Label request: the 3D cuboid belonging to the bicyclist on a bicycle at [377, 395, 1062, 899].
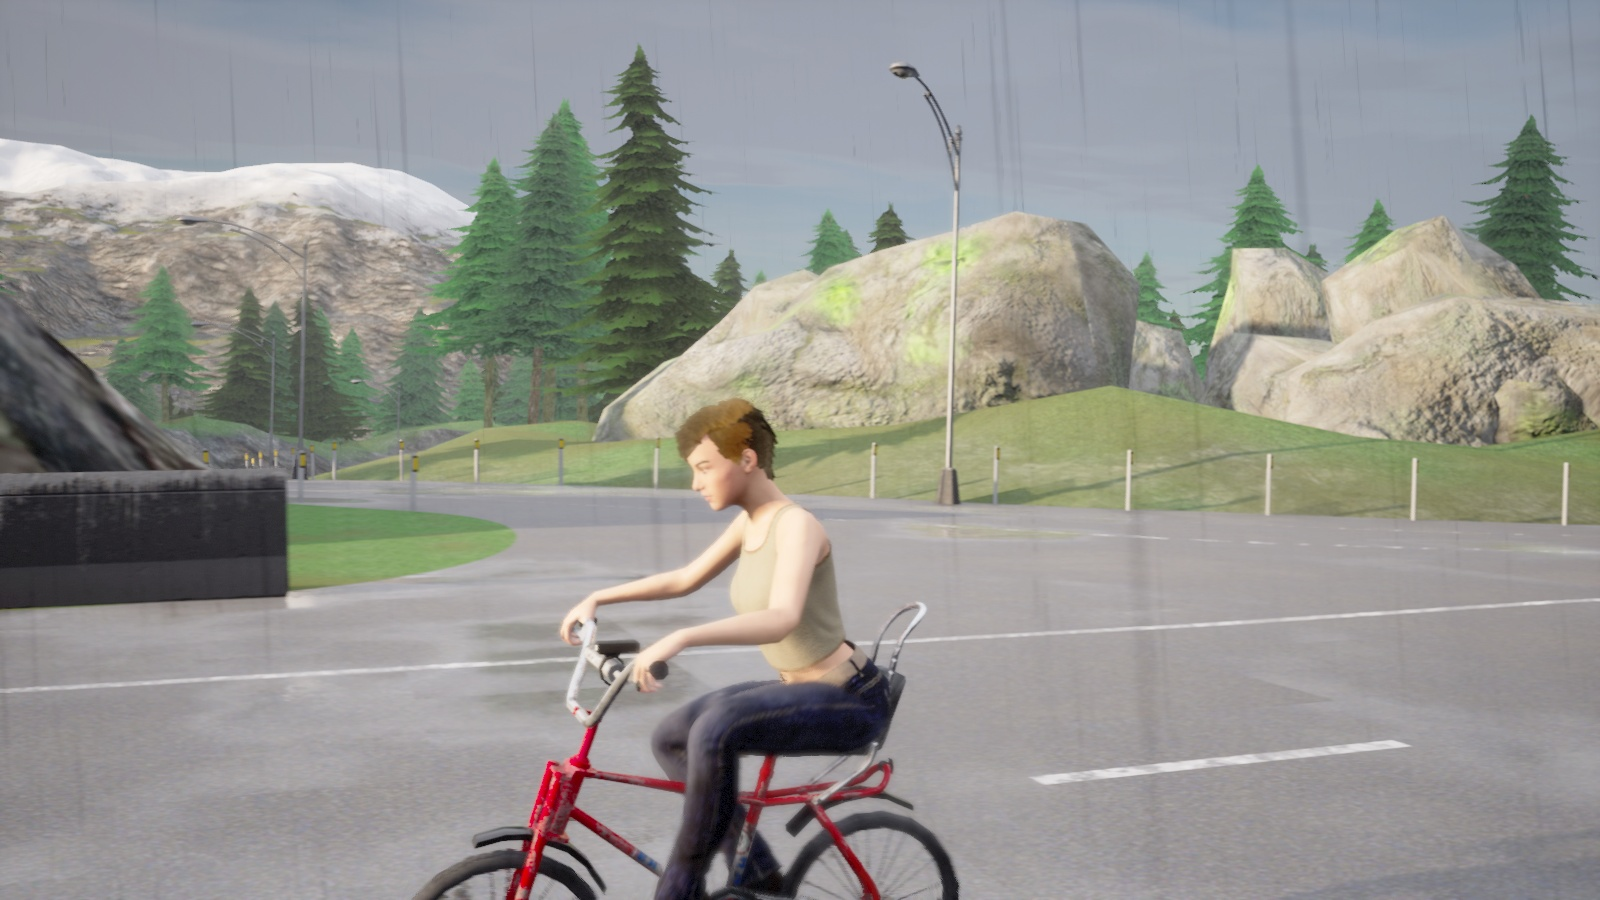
[{"bbox_3d":[-0.234,0.682,3.144,1.509,1.612,0.866,-1,1,-21],"label":"bicyclist on a bicycle"}]
